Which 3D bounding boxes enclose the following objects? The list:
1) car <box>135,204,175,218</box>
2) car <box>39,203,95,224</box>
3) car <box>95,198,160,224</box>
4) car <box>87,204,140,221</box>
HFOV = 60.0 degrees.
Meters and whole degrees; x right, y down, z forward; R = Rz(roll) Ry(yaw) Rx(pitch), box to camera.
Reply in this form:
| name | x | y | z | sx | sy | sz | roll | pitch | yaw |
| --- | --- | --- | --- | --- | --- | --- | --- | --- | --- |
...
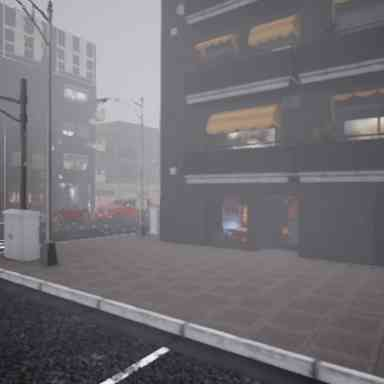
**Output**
| name | x | y | z | sx | sy | sz | roll | pitch | yaw |
| --- | --- | --- | --- | --- | --- | --- | --- | --- | --- |
| car | -3.912 | 1.975 | 35.618 | 1.947 | 1.339 | 4.313 | -1 | -1 | 35 |
| car | -10.225 | 1.641 | 26.557 | 1.967 | 1.590 | 4.097 | -1 | -1 | 35 |
| car | -5.650 | 1.523 | 28.560 | 2.150 | 2.045 | 5.566 | 1 | -1 | 35 |
| car | -7.166 | 1.827 | 30.947 | 1.752 | 1.417 | 4.829 | -1 | -1 | 35 |
